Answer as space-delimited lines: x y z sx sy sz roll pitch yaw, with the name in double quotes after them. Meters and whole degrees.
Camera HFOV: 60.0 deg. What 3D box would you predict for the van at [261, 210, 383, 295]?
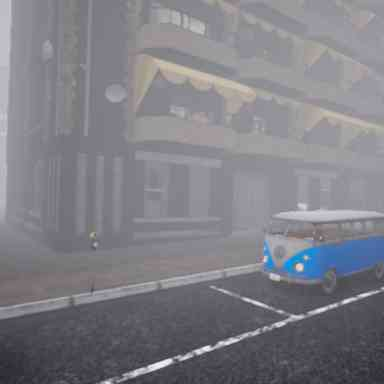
3.570 1.386 8.621 3.998 1.788 1.690 0 1 -35 "van"
